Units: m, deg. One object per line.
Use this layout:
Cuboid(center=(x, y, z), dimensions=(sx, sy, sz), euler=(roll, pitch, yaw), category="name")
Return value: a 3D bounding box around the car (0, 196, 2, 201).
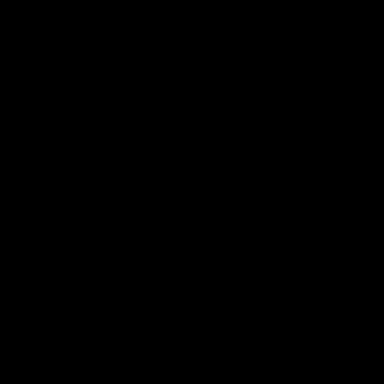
Cuboid(center=(-42.170, 1.671, 72.486), dimensions=(1.837, 1.490, 4.892), euler=(3, -1, -5), category="car")
